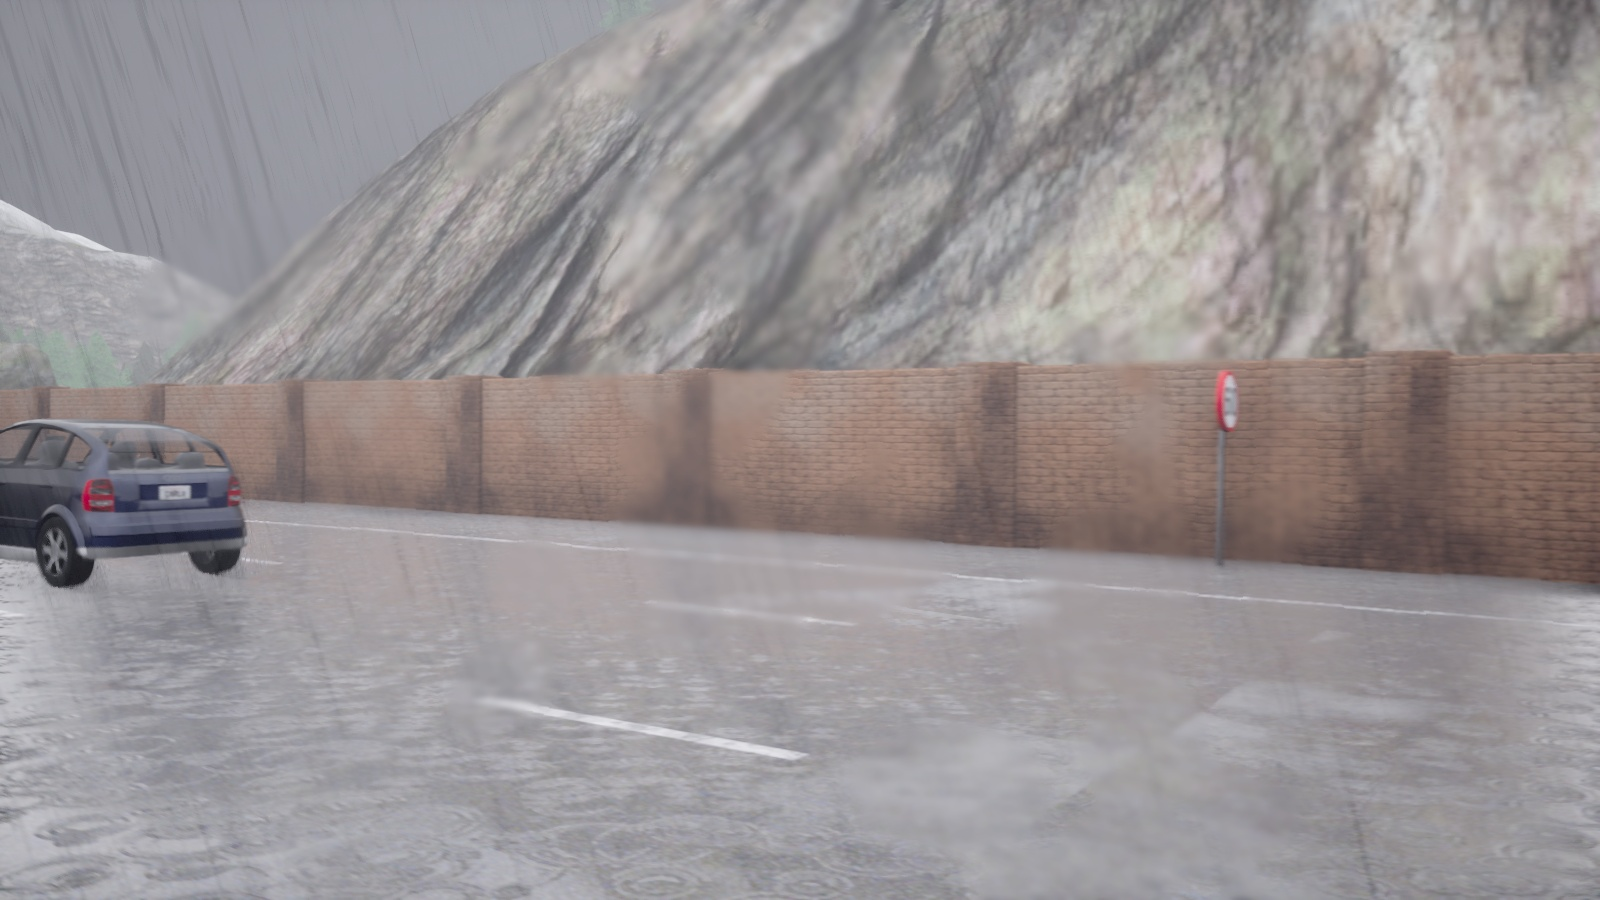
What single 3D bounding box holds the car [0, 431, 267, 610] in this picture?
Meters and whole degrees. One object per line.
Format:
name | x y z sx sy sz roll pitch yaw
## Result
car | -7.319 0.603 12.686 3.705 1.549 1.789 0 1 34
